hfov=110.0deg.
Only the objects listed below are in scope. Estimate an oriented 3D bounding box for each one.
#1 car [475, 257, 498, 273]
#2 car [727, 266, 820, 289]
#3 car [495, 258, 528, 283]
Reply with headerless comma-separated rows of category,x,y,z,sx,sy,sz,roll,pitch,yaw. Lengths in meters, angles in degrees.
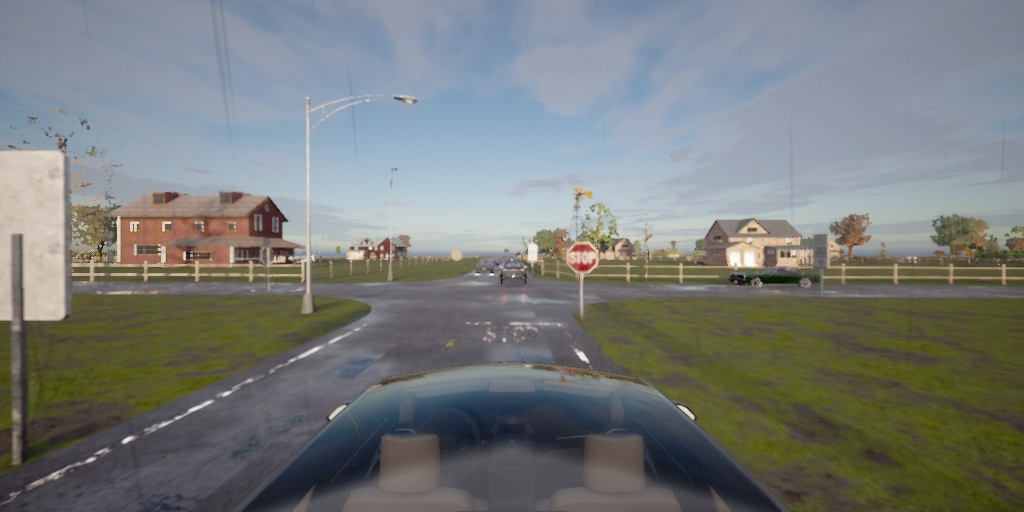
car,-2.825,1.052,38.619,1.837,1.490,4.892,0,0,0
car,15.984,1.296,22.052,4.718,1.301,1.895,0,0,0
car,0.102,1.110,25.896,2.128,1.511,4.902,0,0,0
